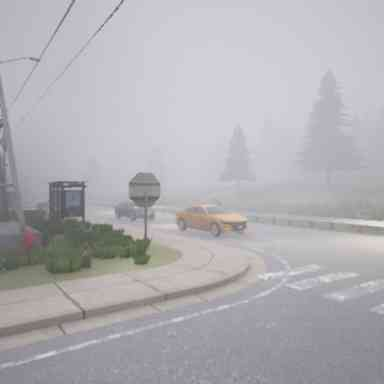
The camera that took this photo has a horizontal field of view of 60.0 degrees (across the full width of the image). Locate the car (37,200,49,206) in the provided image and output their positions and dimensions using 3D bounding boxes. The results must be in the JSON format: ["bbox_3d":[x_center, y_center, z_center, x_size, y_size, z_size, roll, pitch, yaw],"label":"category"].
[{"bbox_3d":[-17.675,1.535,42.638,4.181,1.385,1.994,0,0,-6],"label":"car"}]

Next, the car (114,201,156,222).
[{"bbox_3d":[-4.609,1.457,26.563,2.128,1.511,4.902,0,0,-34],"label":"car"}]

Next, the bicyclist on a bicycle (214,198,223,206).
[{"bbox_3d":[2.228,1.348,28.979,1.656,1.620,0.582,-7,4,-34],"label":"bicyclist on a bicycle"}]

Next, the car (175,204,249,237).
[{"bbox_3d":[0.964,1.443,18.336,1.882,1.535,5.008,0,0,-34],"label":"car"}]
